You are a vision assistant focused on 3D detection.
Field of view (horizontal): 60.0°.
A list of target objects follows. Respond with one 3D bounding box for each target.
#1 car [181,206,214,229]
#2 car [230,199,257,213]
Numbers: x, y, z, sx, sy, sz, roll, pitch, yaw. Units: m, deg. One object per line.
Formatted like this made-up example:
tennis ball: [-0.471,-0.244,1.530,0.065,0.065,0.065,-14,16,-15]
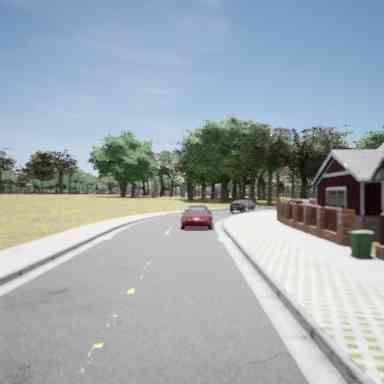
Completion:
car: [0.411,1.578,21.883,1.994,1.385,4.181,0,0,4]
car: [5.986,1.644,38.567,1.837,1.490,4.892,-1,-1,31]
